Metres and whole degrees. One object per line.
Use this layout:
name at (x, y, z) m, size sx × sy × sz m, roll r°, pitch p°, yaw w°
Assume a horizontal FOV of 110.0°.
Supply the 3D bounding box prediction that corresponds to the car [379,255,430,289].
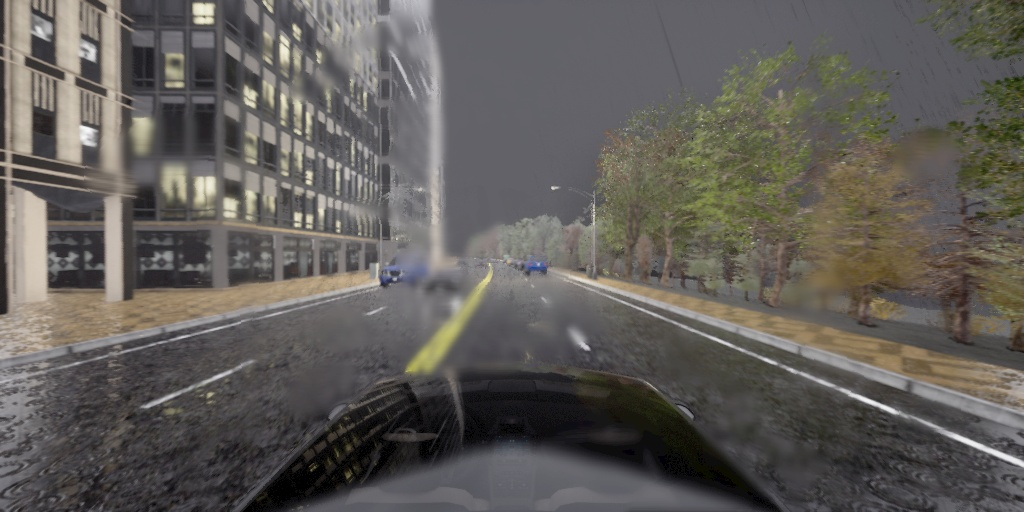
car at (-6.851, 0.980, 23.583) m, size 2.150 × 2.045 × 5.566 m, roll 0°, pitch 0°, yaw -1°

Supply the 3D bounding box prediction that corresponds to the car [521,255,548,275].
car at (2.542, 0.957, 38.439) m, size 2.150 × 2.045 × 5.566 m, roll 0°, pitch 0°, yaw -2°

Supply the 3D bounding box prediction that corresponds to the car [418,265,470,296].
car at (-3.523, 1.355, 19.691) m, size 1.895 × 1.301 × 4.718 m, roll 0°, pitch 0°, yaw -1°

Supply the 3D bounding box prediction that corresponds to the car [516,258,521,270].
car at (2.051, 1.208, 49.455) m, size 1.882 × 1.535 × 5.008 m, roll 0°, pitch 0°, yaw -3°

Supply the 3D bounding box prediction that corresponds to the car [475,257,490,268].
car at (-5.162, 1.295, 61.272) m, size 1.994 × 1.385 × 4.181 m, roll 0°, pitch 0°, yaw -3°

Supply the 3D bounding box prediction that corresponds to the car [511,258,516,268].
car at (1.429, 1.152, 60.495) m, size 2.033 × 1.649 × 4.856 m, roll 0°, pitch 0°, yaw -4°
